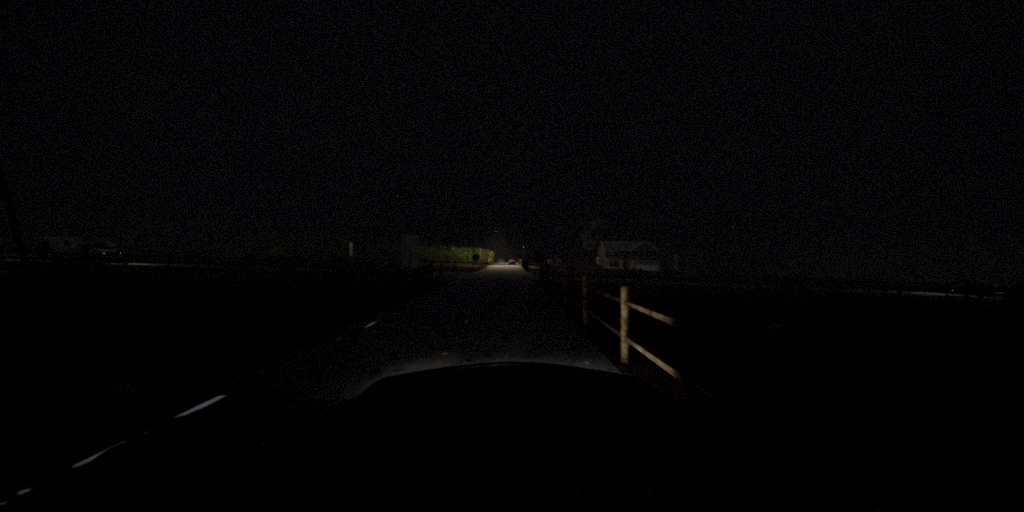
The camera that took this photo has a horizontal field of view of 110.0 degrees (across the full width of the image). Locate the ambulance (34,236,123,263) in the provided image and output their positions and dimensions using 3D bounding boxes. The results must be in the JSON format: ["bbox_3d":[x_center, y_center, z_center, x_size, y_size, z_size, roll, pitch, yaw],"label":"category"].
[{"bbox_3d":[-42.194,-0.632,35.148,6.366,2.431,2.351,2,1,-1],"label":"ambulance"}]

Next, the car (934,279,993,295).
[{"bbox_3d":[49.256,3.280,39.154,4.553,1.767,2.097,3,0,-1],"label":"car"}]
